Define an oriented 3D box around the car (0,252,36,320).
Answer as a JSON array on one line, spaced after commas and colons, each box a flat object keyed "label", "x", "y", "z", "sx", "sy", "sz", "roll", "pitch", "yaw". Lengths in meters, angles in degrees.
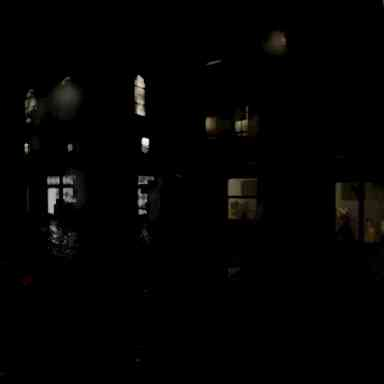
[{"label": "car", "x": -4.513, "y": 1.557, "z": 6.095, "sx": 4.206, "sy": 1.307, "sz": 1.802, "roll": 0, "pitch": 0, "yaw": 36}]
